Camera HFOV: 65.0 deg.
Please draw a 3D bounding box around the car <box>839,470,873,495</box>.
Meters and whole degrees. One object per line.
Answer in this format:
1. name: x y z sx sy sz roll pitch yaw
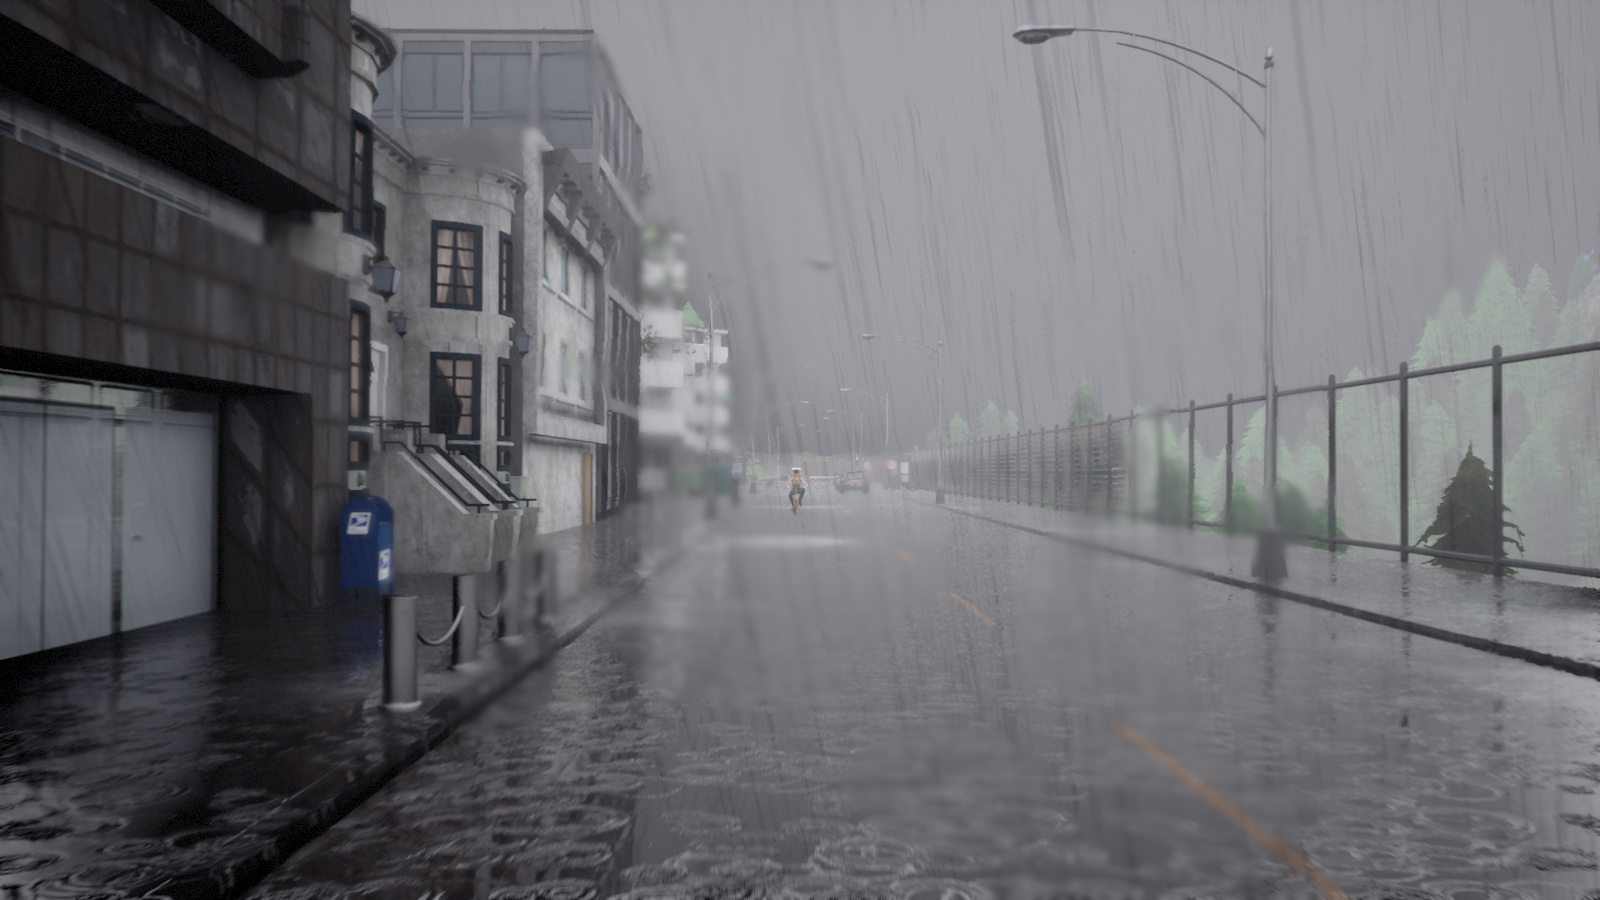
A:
1. car: 3.779 2.163 85.610 2.033 1.649 4.856 0 -1 0
